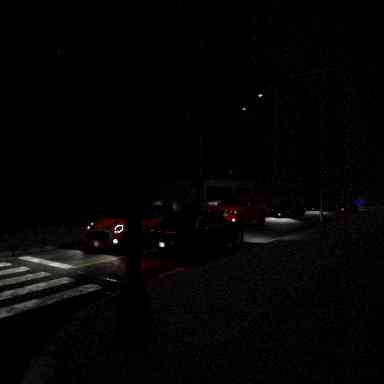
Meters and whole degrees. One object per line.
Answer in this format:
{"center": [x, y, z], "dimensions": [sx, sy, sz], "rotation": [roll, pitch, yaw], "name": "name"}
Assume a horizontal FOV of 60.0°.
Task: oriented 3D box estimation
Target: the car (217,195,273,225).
{"center": [3.137, 1.214, 22.159], "dimensions": [2.150, 2.045, 5.566], "rotation": [0, 0, 35], "name": "car"}

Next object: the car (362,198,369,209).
{"center": [23.574, 1.538, 46.751], "dimensions": [1.812, 1.442, 4.674], "rotation": [0, 0, 35], "name": "car"}

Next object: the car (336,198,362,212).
{"center": [17.831, 1.606, 38.350], "dimensions": [1.895, 1.301, 4.718], "rotation": [0, 0, 35], "name": "car"}

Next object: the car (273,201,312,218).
{"center": [9.003, 1.539, 30.652], "dimensions": [2.033, 1.411, 5.357], "rotation": [0, 0, 35], "name": "car"}

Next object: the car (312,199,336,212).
{"center": [15.078, 1.539, 39.374], "dimensions": [2.033, 1.411, 5.357], "rotation": [0, 0, 35], "name": "car"}

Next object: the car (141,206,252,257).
{"center": [0.370, 1.511, 13.133], "dimensions": [1.837, 1.490, 4.892], "rotation": [0, 0, 35], "name": "car"}

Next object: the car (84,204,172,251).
{"center": [-2.309, 1.346, 14.217], "dimensions": [2.097, 1.767, 4.553], "rotation": [0, 0, 34], "name": "car"}
